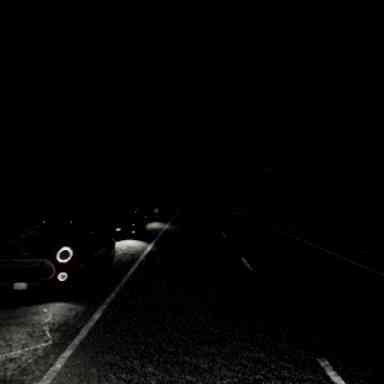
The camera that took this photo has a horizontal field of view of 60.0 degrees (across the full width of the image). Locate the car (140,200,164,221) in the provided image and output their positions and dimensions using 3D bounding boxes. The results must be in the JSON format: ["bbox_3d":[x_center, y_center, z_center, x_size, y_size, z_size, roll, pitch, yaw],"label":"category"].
[{"bbox_3d":[-3.554,1.472,28.122,2.097,1.767,4.553,0,0,1],"label":"car"}]

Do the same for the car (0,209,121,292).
[{"bbox_3d":[-3.591,1.392,9.223,2.097,1.767,4.553,0,0,0],"label":"car"}]

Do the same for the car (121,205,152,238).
[{"bbox_3d":[-3.576,1.642,18.168,1.994,1.385,4.181,0,0,0],"label":"car"}]

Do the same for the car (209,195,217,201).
[{"bbox_3d":[5.705,1.598,90.512,2.097,1.767,4.553,0,0,6],"label":"car"}]

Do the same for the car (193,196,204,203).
[{"bbox_3d":[1.363,1.874,80.129,2.033,1.411,5.357,0,0,4],"label":"car"}]

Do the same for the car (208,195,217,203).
[{"bbox_3d":[4.887,1.837,80.343,1.837,1.490,4.892,0,0,4],"label":"car"}]

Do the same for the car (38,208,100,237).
[{"bbox_3d":[-7.065,1.685,19.691,1.895,1.301,4.718,0,0,0],"label":"car"}]

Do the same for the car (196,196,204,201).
[{"bbox_3d":[2.188,1.818,90.484,1.895,1.301,4.718,0,0,6],"label":"car"}]
